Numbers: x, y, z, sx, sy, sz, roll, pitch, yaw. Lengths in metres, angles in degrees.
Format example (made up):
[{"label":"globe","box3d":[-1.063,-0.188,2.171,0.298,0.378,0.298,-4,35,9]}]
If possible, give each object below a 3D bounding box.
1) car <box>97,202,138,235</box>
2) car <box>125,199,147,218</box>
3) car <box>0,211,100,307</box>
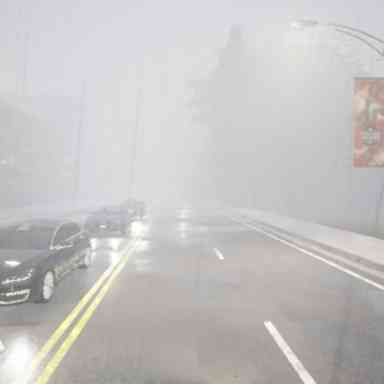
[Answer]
[{"label":"car","box3d":[-4.321,1.446,17.827,1.994,1.385,4.181,0,0,-3]},{"label":"car","box3d":[-4.857,1.336,27.938,2.128,1.511,4.902,0,0,-3]},{"label":"car","box3d":[-3.781,1.435,7.987,1.837,1.490,4.892,0,0,-2]}]
